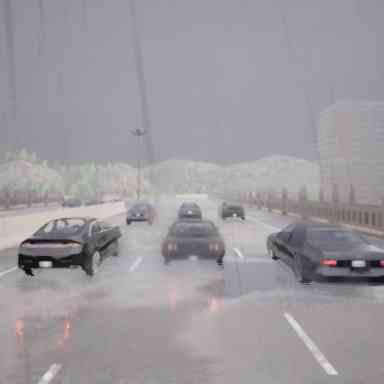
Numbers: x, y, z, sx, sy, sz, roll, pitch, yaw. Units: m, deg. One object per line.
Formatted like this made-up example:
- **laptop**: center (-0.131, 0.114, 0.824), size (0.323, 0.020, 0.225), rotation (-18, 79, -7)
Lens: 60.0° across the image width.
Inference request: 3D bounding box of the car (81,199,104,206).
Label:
- **car**: center (-14.984, 1.685, 51.182), size (1.895, 1.301, 4.718), rotation (0, 0, -1)

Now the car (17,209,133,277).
- **car**: center (-3.457, 1.509, 10.319), size (2.128, 1.511, 4.902), rotation (0, 0, 0)

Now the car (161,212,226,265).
- **car**: center (0.051, 1.621, 11.806), size (1.895, 1.301, 4.718), rotation (0, 0, 0)

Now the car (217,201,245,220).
- **car**: center (3.306, 1.554, 28.520), size (1.837, 1.490, 4.892), rotation (0, 0, -1)

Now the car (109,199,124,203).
- **car**: center (-11.486, 1.685, 51.284), size (1.895, 1.301, 4.718), rotation (0, 0, -1)

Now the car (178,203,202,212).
- **car**: center (-0.205, 1.612, 28.924), size (1.994, 1.385, 4.181), rotation (0, 0, -1)

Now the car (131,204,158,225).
- **car**: center (-3.623, 1.588, 24.594), size (2.033, 1.411, 5.357), rotation (0, 0, -1)

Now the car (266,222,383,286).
- **car**: center (3.538, 1.563, 9.530), size (2.033, 1.411, 5.357), rotation (0, 0, 1)

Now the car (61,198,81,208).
- **car**: center (-18.483, 1.632, 51.434), size (2.033, 1.411, 5.357), rotation (0, 0, -1)
